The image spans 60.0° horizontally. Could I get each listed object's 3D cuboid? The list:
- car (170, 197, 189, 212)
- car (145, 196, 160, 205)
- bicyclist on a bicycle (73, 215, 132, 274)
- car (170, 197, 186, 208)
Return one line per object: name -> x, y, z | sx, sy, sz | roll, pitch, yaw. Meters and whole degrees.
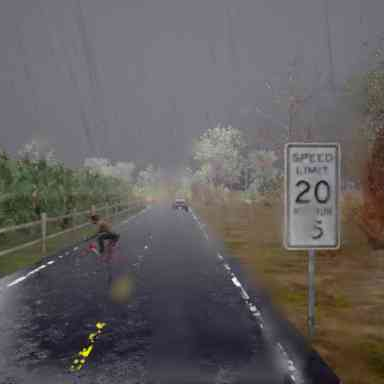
car -> -1.404, 1.487, 38.925 | 1.837, 1.490, 4.892 | 0, 0, -3
car -> -6.835, 1.413, 57.423 | 1.882, 1.535, 5.008 | 0, 0, -17
bicyclist on a bicycle -> -2.484, 1.453, 9.177 | 1.656, 1.620, 0.582 | -2, 0, -2
car -> -2.141, 1.511, 49.006 | 2.033, 1.411, 5.357 | 0, 0, -7
